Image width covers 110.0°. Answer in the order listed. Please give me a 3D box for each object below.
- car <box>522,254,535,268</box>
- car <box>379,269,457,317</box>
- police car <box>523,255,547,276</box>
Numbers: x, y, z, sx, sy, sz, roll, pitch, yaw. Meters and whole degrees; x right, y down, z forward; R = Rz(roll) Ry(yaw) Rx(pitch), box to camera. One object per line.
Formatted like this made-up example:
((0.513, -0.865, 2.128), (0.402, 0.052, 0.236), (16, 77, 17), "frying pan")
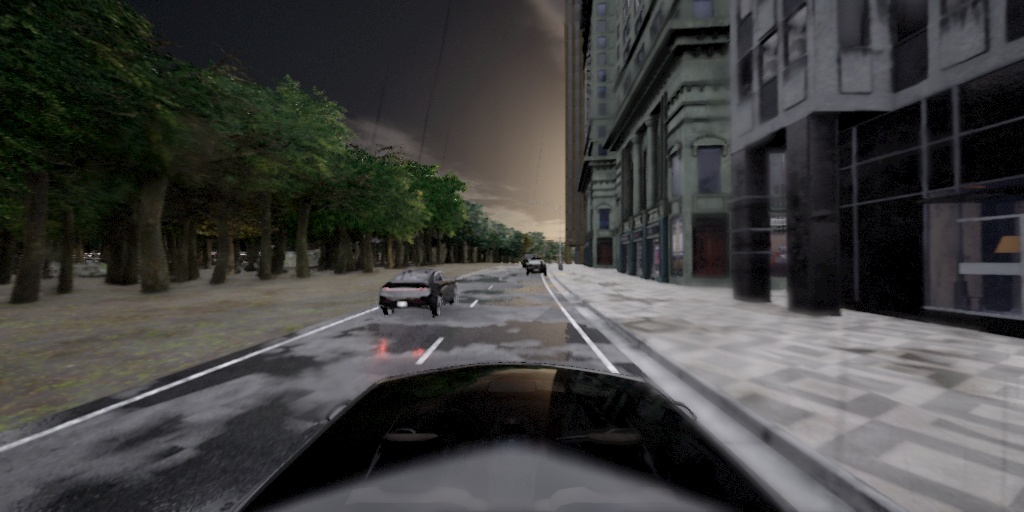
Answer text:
((2.713, 0.704, 53.340), (2.150, 2.045, 5.566), (0, 0, 6), "car")
((-3.228, 1.218, 13.139), (2.128, 1.511, 4.902), (0, 0, 1), "car")
((2.322, 1.005, 34.109), (1.930, 1.638, 5.238), (0, 1, 4), "police car")
